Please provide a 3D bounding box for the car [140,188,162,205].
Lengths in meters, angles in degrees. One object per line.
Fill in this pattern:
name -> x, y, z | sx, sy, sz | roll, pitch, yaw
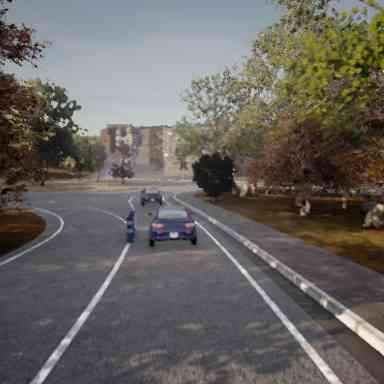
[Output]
car -> -3.780, 0.318, 30.595 | 1.812, 1.442, 4.674 | -1, 5, -11

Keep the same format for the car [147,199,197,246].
car -> -0.880, 1.281, 14.044 | 1.812, 1.442, 4.674 | -1, 2, -6
